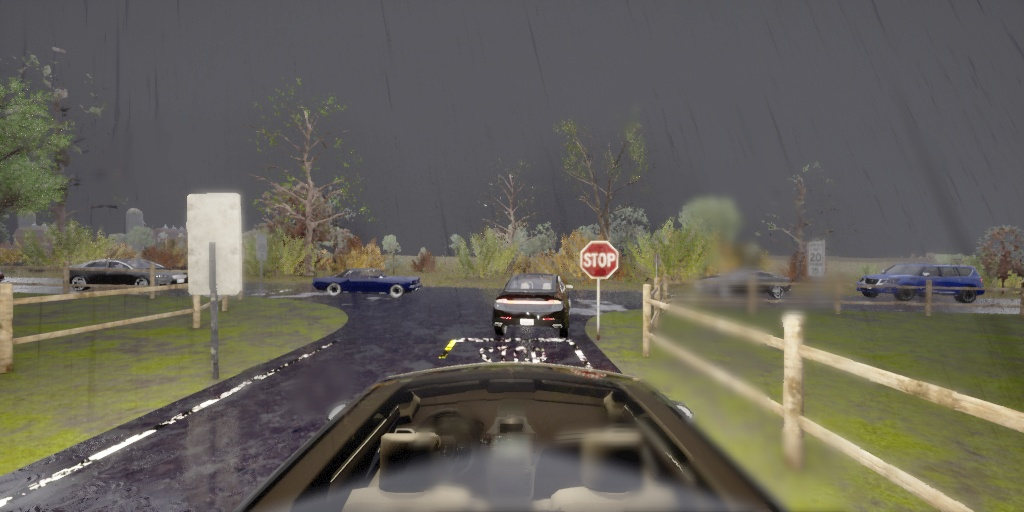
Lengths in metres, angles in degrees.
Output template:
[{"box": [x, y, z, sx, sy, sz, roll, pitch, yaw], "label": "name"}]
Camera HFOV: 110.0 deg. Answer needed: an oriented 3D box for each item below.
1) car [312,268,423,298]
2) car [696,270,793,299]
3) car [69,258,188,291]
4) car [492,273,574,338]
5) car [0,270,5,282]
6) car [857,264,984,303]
[{"box": [-6.810, 1.249, 17.323, 4.718, 1.301, 1.895, 1, 1, 0], "label": "car"}, {"box": [13.018, 1.525, 20.233, 4.902, 1.511, 2.128, 1, 1, 0], "label": "car"}, {"box": [-18.478, 0.885, 17.350, 4.902, 1.511, 2.128, 1, 1, 0], "label": "car"}, {"box": [0.713, 1.240, 10.285, 2.128, 1.511, 4.902, 0, 0, 9], "label": "car"}, {"box": [-27.781, 0.718, 17.365, 4.674, 1.442, 1.812, 1, 1, 0], "label": "car"}, {"box": [22.914, 1.466, 20.214, 5.566, 2.045, 2.150, 1, 1, 0], "label": "car"}]
